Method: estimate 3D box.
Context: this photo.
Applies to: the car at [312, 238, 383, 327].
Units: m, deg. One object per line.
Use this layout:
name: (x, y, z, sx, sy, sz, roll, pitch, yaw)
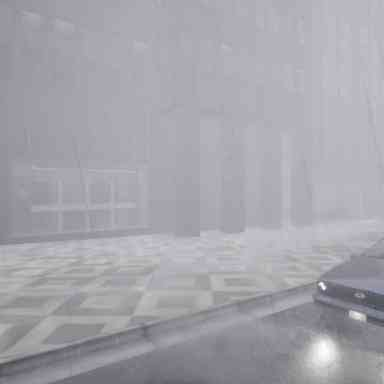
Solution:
car: (4.756, 1.548, 6.740, 5.357, 1.411, 2.033, 0, 0, -35)
